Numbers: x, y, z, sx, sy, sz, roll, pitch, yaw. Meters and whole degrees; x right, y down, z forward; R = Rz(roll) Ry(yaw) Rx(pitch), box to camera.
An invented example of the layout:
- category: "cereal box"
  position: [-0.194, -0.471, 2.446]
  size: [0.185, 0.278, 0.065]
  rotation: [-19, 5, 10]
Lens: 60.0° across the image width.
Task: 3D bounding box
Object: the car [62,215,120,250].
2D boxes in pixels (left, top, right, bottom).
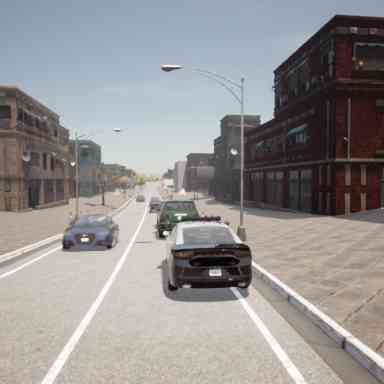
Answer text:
- category: "car"
  position: [-4.421, 1.726, 15.048]
  size: [1.994, 1.385, 4.181]
  rotation: [0, -1, -6]

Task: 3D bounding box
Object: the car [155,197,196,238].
- category: "car"
  position: [-0.875, 1.466, 19.318]
  size: [2.150, 2.045, 5.566]
  rotation: [0, -1, -7]

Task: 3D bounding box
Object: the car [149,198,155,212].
- category: "car"
  position: [-4.951, 1.996, 46.295]
  size: [1.837, 1.490, 4.892]
  rotation: [0, -1, -7]

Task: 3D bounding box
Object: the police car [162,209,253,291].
- category: "police car"
  position: [0.230, 1.479, 9.381]
  size: [1.930, 1.638, 5.238]
  rotation: [0, -1, -6]

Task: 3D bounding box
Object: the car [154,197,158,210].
- category: "car"
  position: [-1.578, 1.622, 25.287]
  size: [2.150, 2.045, 5.566]
  rotation: [0, -1, -7]

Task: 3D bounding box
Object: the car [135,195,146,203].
- category: "car"
  position: [-10.663, 1.391, 68.985]
  size: [1.837, 1.490, 4.892]
  rotation: [0, 2, -7]
